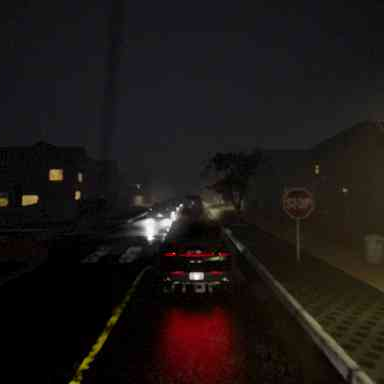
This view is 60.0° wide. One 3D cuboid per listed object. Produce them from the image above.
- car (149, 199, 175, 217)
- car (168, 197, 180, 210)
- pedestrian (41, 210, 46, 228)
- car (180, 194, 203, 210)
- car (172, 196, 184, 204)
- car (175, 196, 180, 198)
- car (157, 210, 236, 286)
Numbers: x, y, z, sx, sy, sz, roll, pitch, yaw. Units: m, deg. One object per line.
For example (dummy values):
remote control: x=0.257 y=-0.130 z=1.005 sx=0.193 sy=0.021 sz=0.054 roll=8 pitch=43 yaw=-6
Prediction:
car: x=-2.861 y=1.612 z=31.077 sx=1.895 sy=1.301 sz=4.718 roll=0 pitch=0 yaw=0
car: x=-2.861 y=1.628 z=40.245 sx=1.895 sy=1.301 sz=4.718 roll=0 pitch=0 yaw=0
pedestrian: x=-9.920 y=1.425 z=22.154 sx=0.375 sy=1.860 sz=0.375 roll=0 pitch=-2 yaw=5
car: x=0.080 y=1.244 z=38.096 sx=2.150 sy=2.045 sz=5.566 roll=0 pitch=0 yaw=0
car: x=-2.781 y=1.612 z=65.331 sx=2.128 sy=1.511 sz=4.902 roll=0 pitch=0 yaw=0
car: x=-2.862 y=1.534 z=50.360 sx=1.882 sy=1.535 sz=5.008 roll=0 pitch=0 yaw=0
car: x=0.097 y=1.487 z=9.393 sx=1.837 sy=1.490 sz=4.892 roll=0 pitch=1 yaw=0
